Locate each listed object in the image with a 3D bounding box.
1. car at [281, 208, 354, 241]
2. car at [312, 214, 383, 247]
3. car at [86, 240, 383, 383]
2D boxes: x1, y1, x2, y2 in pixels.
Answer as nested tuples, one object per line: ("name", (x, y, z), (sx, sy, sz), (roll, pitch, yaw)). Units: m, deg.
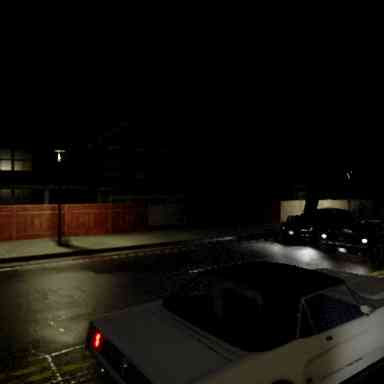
("car", (6.364, 1.567, 16.124), (4.892, 1.490, 1.837), (0, 0, -35))
("car", (6.867, 1.655, 12.499), (4.718, 1.301, 1.895), (0, 0, -35))
("car", (1.255, 1.616, 4.307), (4.718, 1.301, 1.895), (0, 0, -35))
